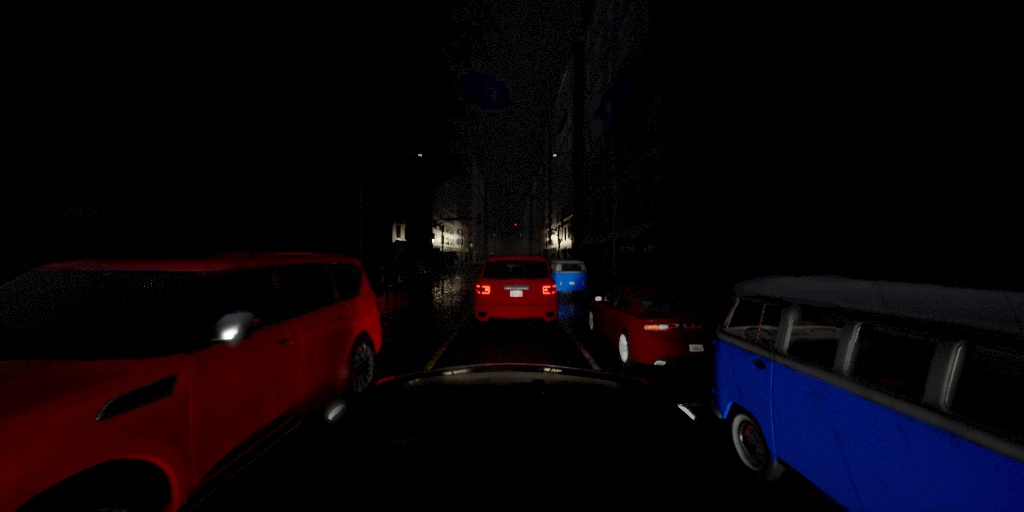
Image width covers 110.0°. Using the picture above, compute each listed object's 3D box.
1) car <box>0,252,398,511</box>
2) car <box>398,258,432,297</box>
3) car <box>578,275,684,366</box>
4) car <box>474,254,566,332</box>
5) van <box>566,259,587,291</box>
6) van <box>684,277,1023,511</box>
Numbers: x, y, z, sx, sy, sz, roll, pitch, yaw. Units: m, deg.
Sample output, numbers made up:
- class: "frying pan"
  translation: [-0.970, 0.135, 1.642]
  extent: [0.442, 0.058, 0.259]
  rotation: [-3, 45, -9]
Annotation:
- class: "car"
  translation: [-3.098, 0.970, 3.412]
  extent: [2.150, 2.045, 5.566]
  rotation: [0, 0, 0]
- class: "car"
  translation: [-5.636, 1.050, 19.090]
  extent: [2.192, 1.841, 5.009]
  rotation: [0, 0, 0]
- class: "car"
  translation: [2.867, 1.291, 7.793]
  extent: [1.888, 1.381, 4.507]
  rotation: [0, 0, 0]
- class: "car"
  translation: [0.118, 0.965, 11.015]
  extent: [2.150, 2.045, 5.566]
  rotation: [0, 0, 0]
- class: "van"
  translation: [2.889, 1.076, 19.114]
  extent: [1.690, 1.789, 3.998]
  rotation: [0, 0, 0]
- class: "van"
  translation: [2.856, 1.090, 2.132]
  extent: [1.690, 1.789, 3.998]
  rotation: [0, 0, 0]
